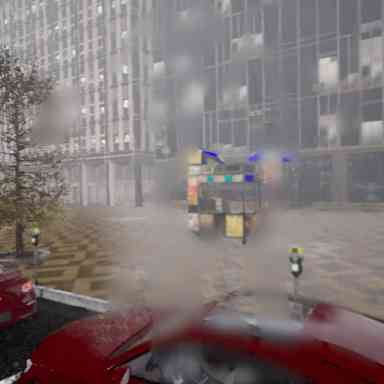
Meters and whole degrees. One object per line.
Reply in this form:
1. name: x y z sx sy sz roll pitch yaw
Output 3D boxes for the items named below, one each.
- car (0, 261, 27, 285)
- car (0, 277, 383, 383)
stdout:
1. car: -4.347 1.585 5.568 4.206 1.307 1.802 -1 2 31
2. car: 0.365 1.516 2.684 4.206 1.307 1.802 -1 2 31
